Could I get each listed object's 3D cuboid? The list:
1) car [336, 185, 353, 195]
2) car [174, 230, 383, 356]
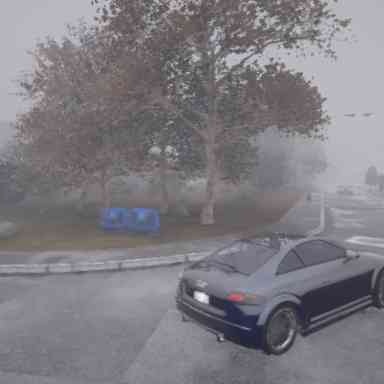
[{"bbox_3d":[20.935,-0.339,45.784,1.895,1.301,4.718,2,3,21],"label":"car"},{"bbox_3d":[1.767,1.385,5.843,4.181,1.385,1.994,-3,2,-35],"label":"car"}]
